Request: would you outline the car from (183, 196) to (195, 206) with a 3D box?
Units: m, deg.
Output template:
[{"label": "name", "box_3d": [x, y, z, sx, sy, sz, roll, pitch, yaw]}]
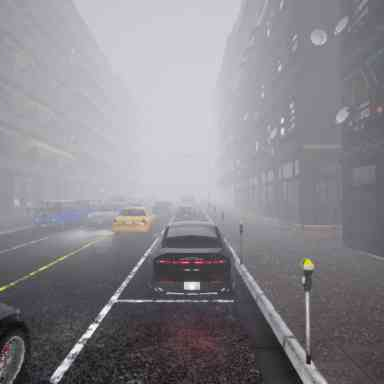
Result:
[{"label": "car", "box_3d": [-0.472, 1.553, 59.411, 1.967, 1.590, 4.097, 1, 0, 0]}]

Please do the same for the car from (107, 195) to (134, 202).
[{"label": "car", "box_3d": [-8.313, 1.365, 37.346, 2.192, 1.841, 5.009, 1, 0, 0]}]

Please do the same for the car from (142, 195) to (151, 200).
[{"label": "car", "box_3d": [-8.321, 1.660, 53.938, 1.947, 1.339, 4.313, 1, 0, 0]}]

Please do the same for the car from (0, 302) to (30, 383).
[{"label": "car", "box_3d": [-2.924, 1.527, 2.205, 1.812, 1.442, 4.674, 0, 0, 0]}]

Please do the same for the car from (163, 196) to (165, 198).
[{"label": "car", "box_3d": [-8.325, 1.846, 92.652, 1.802, 1.307, 4.206, 1, 0, 0]}]

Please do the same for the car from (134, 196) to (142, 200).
[{"label": "car", "box_3d": [-8.314, 1.379, 42.876, 2.192, 1.841, 5.009, 1, 0, 0]}]

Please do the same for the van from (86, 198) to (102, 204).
[{"label": "van", "box_3d": [-8.313, 1.368, 26.285, 1.690, 1.788, 3.998, 1, 0, 0]}]

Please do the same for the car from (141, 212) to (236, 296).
[{"label": "car", "box_3d": [0.000, 1.509, 8.653, 1.837, 1.490, 4.892, 0, 0, 0]}]

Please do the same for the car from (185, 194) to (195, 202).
[{"label": "car", "box_3d": [-0.472, 1.521, 81.536, 2.192, 1.841, 5.009, 1, 0, 0]}]

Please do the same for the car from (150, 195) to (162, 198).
[{"label": "car", "box_3d": [-8.317, 1.471, 70.528, 2.192, 1.841, 5.009, 1, 0, 0]}]

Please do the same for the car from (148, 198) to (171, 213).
[{"label": "car", "box_3d": [-2.924, 1.589, 33.544, 2.033, 1.411, 5.357, 0, 0, 0]}]

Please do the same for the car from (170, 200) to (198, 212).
[{"label": "car", "box_3d": [-0.438, 1.572, 26.224, 1.887, 1.381, 4.507, 1, 0, 0]}]

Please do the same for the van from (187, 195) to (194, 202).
[{"label": "van", "box_3d": [-0.473, 1.575, 87.068, 1.690, 1.788, 3.998, 1, 0, 0]}]

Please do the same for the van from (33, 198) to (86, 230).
[{"label": "van", "box_3d": [-8.312, 1.359, 20.753, 1.690, 1.788, 3.998, 2, 0, 0]}]

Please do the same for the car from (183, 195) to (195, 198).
[{"label": "car", "box_3d": [-0.428, 1.490, 37.286, 1.967, 1.590, 4.097, 1, 0, 0]}]

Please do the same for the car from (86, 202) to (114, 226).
[{"label": "car", "box_3d": [-5.870, 1.623, 23.551, 1.895, 1.301, 4.718, 0, 0, 0]}]

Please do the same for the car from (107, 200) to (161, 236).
[{"label": "car", "box_3d": [-3.021, 1.471, 18.494, 1.801, 1.575, 5.366, 0, 0, 0]}]

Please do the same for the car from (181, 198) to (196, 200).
[{"label": "car", "box_3d": [-0.438, 1.582, 31.754, 1.887, 1.381, 4.507, 1, 0, 0]}]
